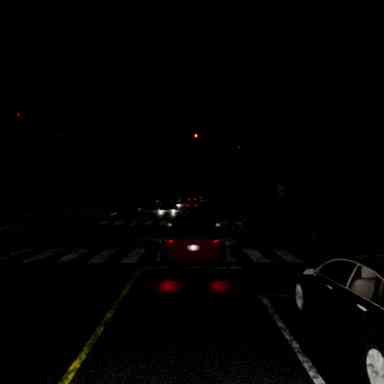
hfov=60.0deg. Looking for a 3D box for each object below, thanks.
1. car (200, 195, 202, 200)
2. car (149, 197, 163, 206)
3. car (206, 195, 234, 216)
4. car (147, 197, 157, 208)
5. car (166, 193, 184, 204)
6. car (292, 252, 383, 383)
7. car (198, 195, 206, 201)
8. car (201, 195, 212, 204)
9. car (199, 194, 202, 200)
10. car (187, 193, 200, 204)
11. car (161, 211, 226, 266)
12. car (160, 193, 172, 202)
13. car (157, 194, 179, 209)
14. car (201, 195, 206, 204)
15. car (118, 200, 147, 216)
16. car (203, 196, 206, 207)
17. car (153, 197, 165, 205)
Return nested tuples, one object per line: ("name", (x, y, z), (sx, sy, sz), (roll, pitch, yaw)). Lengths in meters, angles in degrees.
("car", (2.741, 1.485, 53.237), (2.008, 1.369, 4.403), (0, 0, 0))
("car", (-5.784, 1.516, 53.226), (1.802, 1.307, 4.206), (0, 0, 0))
("car", (2.750, 1.267, 31.411), (2.192, 1.841, 5.009), (0, 0, 0))
("car", (-5.782, 1.489, 47.769), (2.008, 1.369, 4.403), (0, 0, 0))
("car", (-3.061, 1.148, 60.565), (2.150, 2.045, 5.566), (0, 0, 1))
("car", (2.762, 1.542, 4.746), (2.008, 1.369, 4.403), (0, 0, 0))
("car", (2.322, 1.419, 82.066), (1.837, 1.490, 4.892), (0, 0, 0))
("car", (2.737, 1.366, 64.150), (1.967, 1.590, 4.097), (0, 0, 0))
("car", (2.739, 1.371, 58.693), (1.967, 1.590, 4.097), (0, 0, 0))
("car", (0.030, 1.454, 62.017), (1.812, 1.442, 4.674), (0, 0, 0))
("car", (0.060, 1.554, 11.442), (1.994, 1.385, 4.181), (0, 0, 1))
("car", (-5.793, 1.234, 75.054), (2.192, 1.841, 5.009), (0, 0, 0))
("car", (-3.109, 1.419, 43.604), (1.882, 1.535, 5.008), (0, 0, 0))
("car", (2.744, 1.489, 47.780), (2.008, 1.369, 4.403), (0, 0, 0))
("car", (-5.775, 1.517, 31.398), (1.947, 1.339, 4.313), (0, 0, 0))
("car", (2.746, 1.509, 42.323), (1.947, 1.339, 4.313), (0, 0, 0))
("car", (-5.786, 1.512, 58.683), (1.802, 1.307, 4.206), (0, 0, 0))
